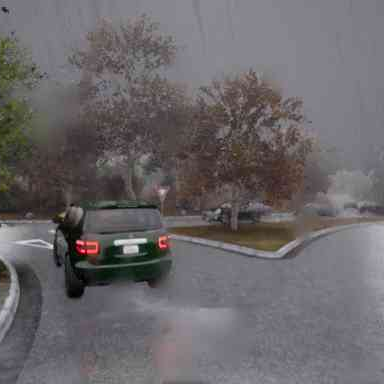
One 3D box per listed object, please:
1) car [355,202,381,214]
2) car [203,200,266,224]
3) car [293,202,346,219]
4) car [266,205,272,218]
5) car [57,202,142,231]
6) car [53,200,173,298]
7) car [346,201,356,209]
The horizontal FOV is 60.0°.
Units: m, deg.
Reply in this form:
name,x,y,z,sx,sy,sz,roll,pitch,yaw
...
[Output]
name,x,y,z,sx,sy,sz,roll,pitch,yaw
car,21.848,1.972,40.797,1.895,1.301,4.718,0,0,37
car,3.057,1.418,25.553,4.553,1.767,2.097,1,0,-31
car,11.826,1.767,31.291,5.357,1.411,2.033,1,-1,-36
car,5.414,1.652,30.798,4.674,1.442,1.812,1,0,-33
car,-5.823,1.473,20.994,5.008,1.535,1.882,0,0,-23
car,-2.371,1.216,8.916,2.150,2.045,5.566,0,0,-26
car,24.017,2.001,50.221,1.895,1.301,4.718,0,0,27
